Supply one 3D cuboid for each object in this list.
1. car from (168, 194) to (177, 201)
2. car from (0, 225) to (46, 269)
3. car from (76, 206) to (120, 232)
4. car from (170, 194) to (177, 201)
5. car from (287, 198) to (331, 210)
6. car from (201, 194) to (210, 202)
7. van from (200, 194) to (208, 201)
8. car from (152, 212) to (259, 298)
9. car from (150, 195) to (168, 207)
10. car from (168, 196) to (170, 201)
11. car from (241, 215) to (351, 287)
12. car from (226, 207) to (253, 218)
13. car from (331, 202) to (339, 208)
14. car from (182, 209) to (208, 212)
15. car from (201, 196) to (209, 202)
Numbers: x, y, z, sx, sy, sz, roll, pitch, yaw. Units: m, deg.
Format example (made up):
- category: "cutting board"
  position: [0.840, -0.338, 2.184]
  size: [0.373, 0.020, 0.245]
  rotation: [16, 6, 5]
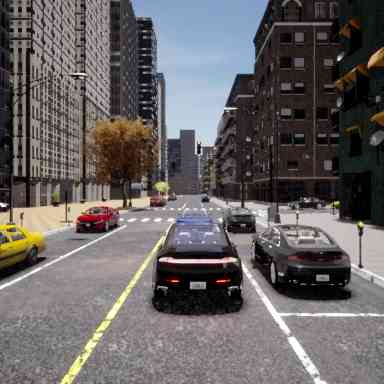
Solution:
- category: "car"
  position: [-5.284, 1.410, 91.246]
  size: [2.192, 1.841, 5.009]
  rotation: [0, 0, 0]
- category: "car"
  position: [-5.653, 1.526, 8.963]
  size: [1.752, 1.417, 4.829]
  rotation: [0, 0, 0]
- category: "car"
  position: [-5.602, 1.549, 20.198]
  size: [1.887, 1.381, 4.507]
  rotation: [0, 0, 0]
- category: "car"
  position: [-5.308, 1.649, 85.724]
  size: [1.947, 1.339, 4.313]
  rotation: [0, 0, 0]
- category: "car"
  position: [13.602, 1.359, 39.518]
  size: [4.403, 1.369, 2.008]
  rotation: [-1, 1, 0]
- category: "car"
  position: [3.023, 1.630, 74.639]
  size: [1.947, 1.339, 4.313]
  rotation: [0, 0, 0]
- category: "van"
  position: [3.072, 1.425, 85.686]
  size: [1.690, 1.788, 3.998]
  rotation: [0, 0, 0]
- category: "car"
  position: [0.126, 1.492, 8.496]
  size: [2.128, 1.511, 4.902]
  rotation: [0, 0, 0]
- category: "car"
  position: [-5.457, 1.349, 52.586]
  size: [2.192, 1.841, 5.009]
  rotation: [0, 0, 0]
- category: "car"
  position: [-5.432, 1.607, 58.109]
  size: [1.947, 1.339, 4.313]
  rotation: [0, 0, 0]
- category: "car"
  position: [2.728, 1.552, 9.095]
  size: [2.008, 1.369, 4.403]
  rotation: [0, 0, 0]
- category: "car"
  position: [2.778, 1.555, 20.161]
  size: [2.008, 1.369, 4.403]
  rotation: [0, 0, 0]
- category: "car"
  position: [18.999, 1.259, 39.548]
  size: [4.829, 1.417, 1.752]
  rotation: [-1, 1, 0]
- category: "car"
  position: [0.159, 1.605, 18.613]
  size: [1.895, 1.301, 4.718]
  rotation: [0, 0, 1]
- category: "car"
  position: [3.049, 1.599, 80.332]
  size: [1.752, 1.417, 4.829]
  rotation: [0, 0, 0]
